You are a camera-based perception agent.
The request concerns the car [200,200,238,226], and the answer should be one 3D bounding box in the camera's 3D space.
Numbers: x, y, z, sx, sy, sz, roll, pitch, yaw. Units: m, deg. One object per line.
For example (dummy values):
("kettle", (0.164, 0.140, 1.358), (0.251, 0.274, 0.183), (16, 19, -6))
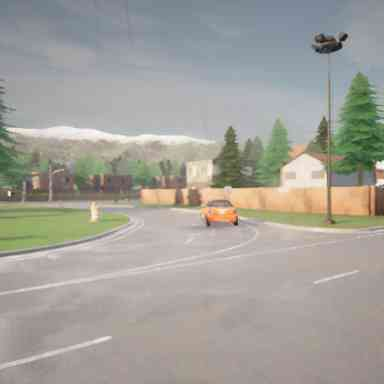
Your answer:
("car", (1.801, 1.306, 23.321), (2.097, 1.767, 4.553), (0, 0, -4))
